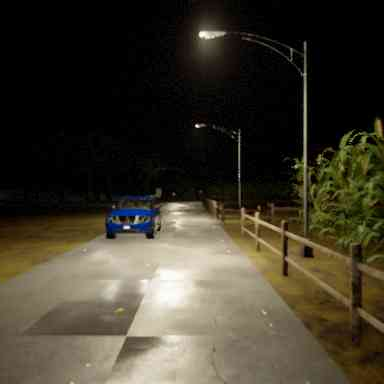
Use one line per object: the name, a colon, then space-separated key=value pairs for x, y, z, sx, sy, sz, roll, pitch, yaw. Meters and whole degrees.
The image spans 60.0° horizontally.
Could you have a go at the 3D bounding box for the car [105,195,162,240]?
car: x=-2.815 y=1.203 z=17.214 sx=2.150 sy=2.045 sz=5.566 roll=0 pitch=0 yaw=0
